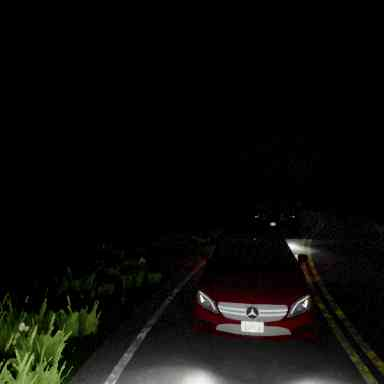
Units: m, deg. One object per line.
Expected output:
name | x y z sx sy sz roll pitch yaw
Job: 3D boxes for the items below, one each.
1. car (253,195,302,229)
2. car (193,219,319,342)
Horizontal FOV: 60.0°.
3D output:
car | 4.992 1.215 18.889 2.150 2.045 5.566 -2 -1 22
car | 1.227 1.534 6.715 1.812 1.442 4.674 -1 0 11
